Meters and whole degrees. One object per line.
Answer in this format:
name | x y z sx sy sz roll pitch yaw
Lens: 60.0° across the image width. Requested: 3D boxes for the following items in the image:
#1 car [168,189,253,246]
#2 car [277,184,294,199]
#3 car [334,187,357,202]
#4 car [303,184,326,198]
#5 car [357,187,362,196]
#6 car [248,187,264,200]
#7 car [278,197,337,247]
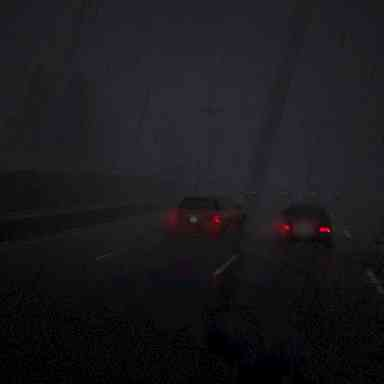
car | 0.815 0.897 13.180 2.097 1.767 4.553 2 2 21
car | 12.290 0.160 43.813 1.837 1.490 4.892 2 3 21
car | 18.857 0.181 41.385 2.097 1.767 4.553 2 2 21
car | 14.408 0.058 39.463 2.150 2.045 5.566 2 3 21
car | 29.523 -0.156 60.070 2.128 1.511 4.902 2 2 20
car | 7.886 0.161 41.979 1.837 1.490 4.892 2 3 21
car | 4.490 1.151 13.017 2.033 1.411 5.357 2 2 21
